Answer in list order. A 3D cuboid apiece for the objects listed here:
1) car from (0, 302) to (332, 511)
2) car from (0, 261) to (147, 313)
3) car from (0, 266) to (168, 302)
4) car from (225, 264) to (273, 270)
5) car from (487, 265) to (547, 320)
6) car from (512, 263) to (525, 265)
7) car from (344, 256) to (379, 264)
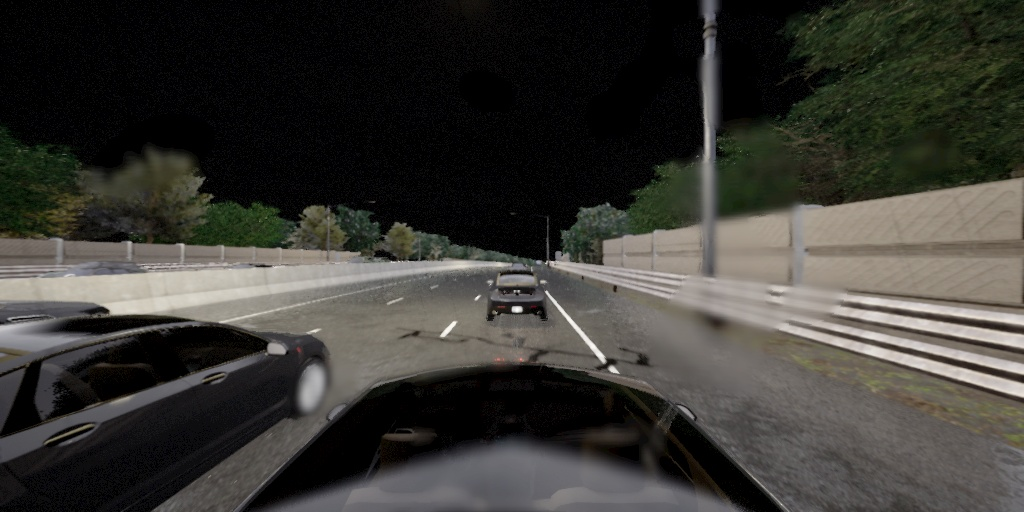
[{"bbox_3d":[-3.387,1.252,2.993,1.837,1.490,4.892,0,0,0],"label":"car"},{"bbox_3d":[-6.891,0.967,3.007,2.150,2.045,5.566,0,0,0],"label":"car"},{"bbox_3d":[-20.965,1.291,18.089,2.033,1.411,5.357,0,0,1],"label":"car"},{"bbox_3d":[-17.370,1.261,23.381,1.837,1.490,4.892,0,0,1],"label":"car"},{"bbox_3d":[0.168,1.243,12.460,1.837,1.490,4.892,0,0,1],"label":"car"},{"bbox_3d":[0.660,1.372,36.840,1.994,1.385,4.181,0,0,2],"label":"car"},{"bbox_3d":[-20.173,1.110,47.531,2.150,2.045,5.566,0,1,3],"label":"car"}]
